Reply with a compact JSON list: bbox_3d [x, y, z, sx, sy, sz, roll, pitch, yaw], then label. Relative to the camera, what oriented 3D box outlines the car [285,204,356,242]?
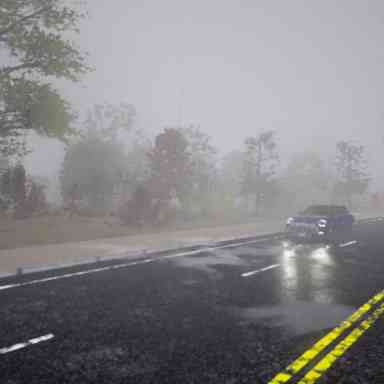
[{"bbox_3d":[6.658,1.421,17.054,2.097,1.767,4.553,1,0,44],"label":"car"}]
